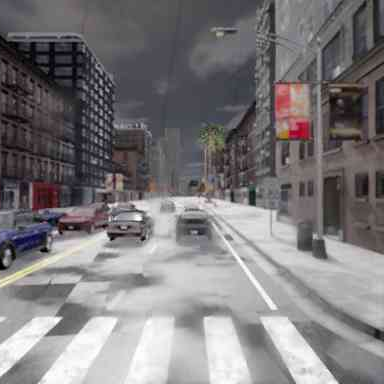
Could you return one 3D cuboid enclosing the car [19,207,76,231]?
[{"bbox_3d":[-9.817,1.813,23.075,1.895,1.301,4.718,0,0,0],"label":"car"}]

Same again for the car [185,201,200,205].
[{"bbox_3d":[0.039,1.919,44.745,1.812,1.442,4.674,0,0,0],"label":"car"}]

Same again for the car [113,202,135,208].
[{"bbox_3d":[-6.557,1.798,32.502,1.837,1.490,4.892,0,-1,0],"label":"car"}]

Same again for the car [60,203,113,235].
[{"bbox_3d":[-6.578,1.668,20.571,1.882,1.535,5.008,0,-1,0],"label":"car"}]

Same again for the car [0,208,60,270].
[{"bbox_3d":[-6.555,1.460,11.345,2.097,1.767,4.553,0,-1,-1],"label":"car"}]

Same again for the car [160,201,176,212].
[{"bbox_3d":[-3.213,1.917,44.538,1.812,1.442,4.674,0,0,0],"label":"car"}]

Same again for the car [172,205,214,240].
[{"bbox_3d":[0.109,1.673,18.091,1.837,1.490,4.892,0,-1,0],"label":"car"}]

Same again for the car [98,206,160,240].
[{"bbox_3d":[-3.141,1.714,17.860,2.033,1.411,5.357,0,-1,0],"label":"car"}]
